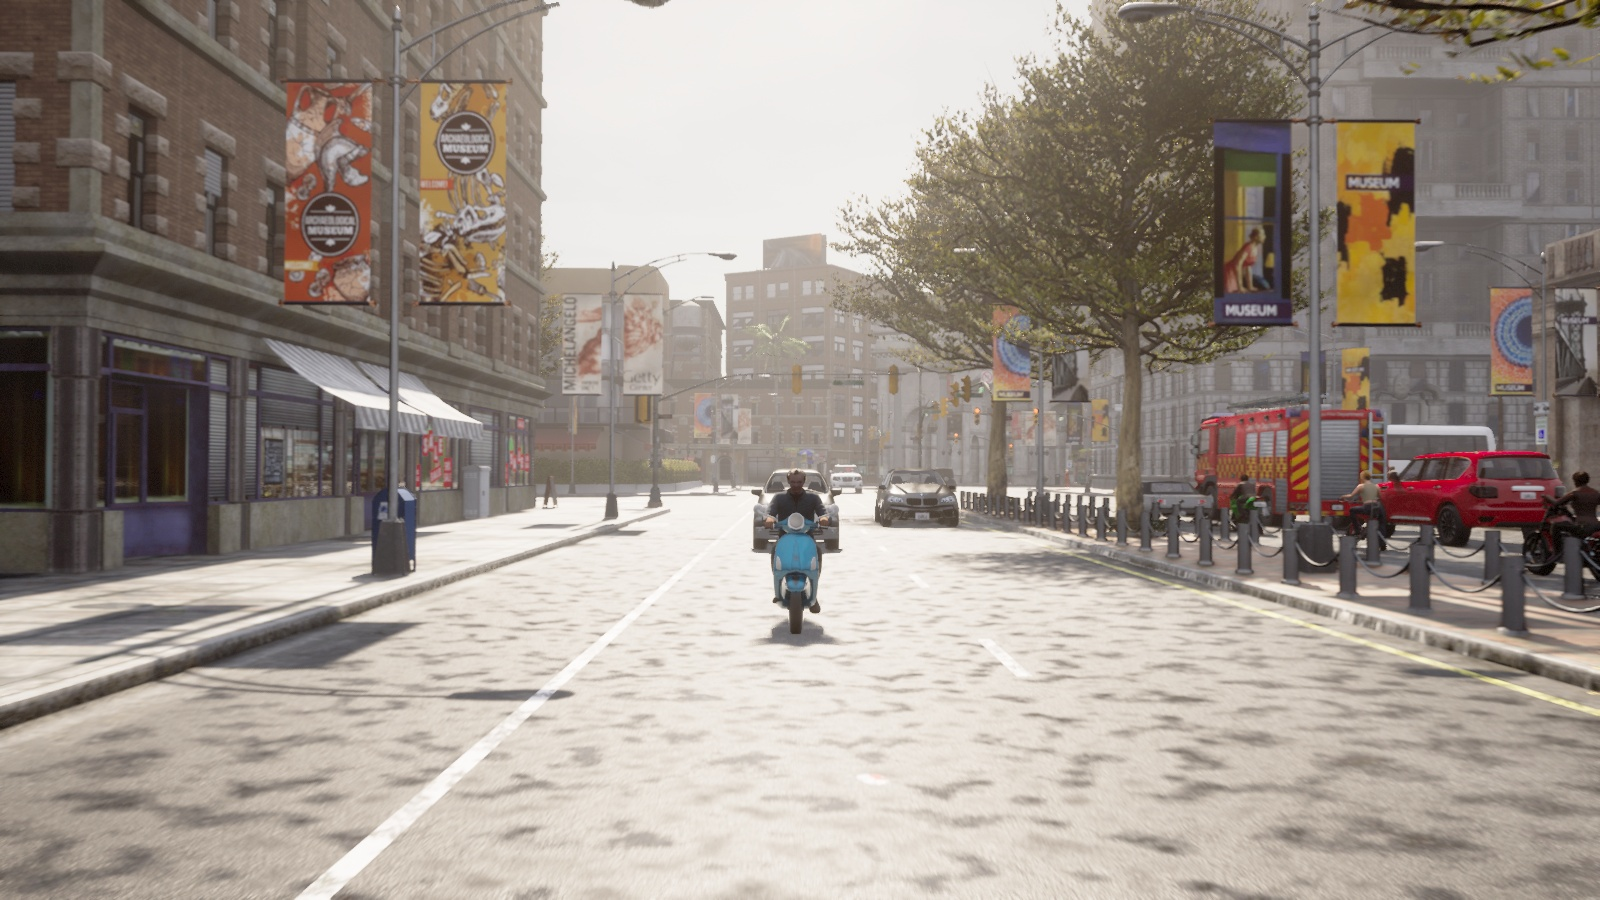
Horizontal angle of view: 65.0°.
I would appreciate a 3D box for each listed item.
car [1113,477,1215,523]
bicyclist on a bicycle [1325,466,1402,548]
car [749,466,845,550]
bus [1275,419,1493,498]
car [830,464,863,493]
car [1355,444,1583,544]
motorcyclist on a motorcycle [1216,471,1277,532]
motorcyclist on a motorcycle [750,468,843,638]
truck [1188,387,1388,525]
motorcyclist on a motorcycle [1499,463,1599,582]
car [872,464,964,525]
[{"bbox_3d":[11.332,1.531,39.470,1.895,1.301,4.718,0,-1,1],"label":"car"},{"bbox_3d":[11.442,1.133,25.536,0.866,1.612,1.509,0,-1,-1],"label":"bicyclist on a bicycle"},{"bbox_3d":[-0.065,1.151,26.167,1.851,1.617,3.988,0,-1,0],"label":"car"},{"bbox_3d":[32.308,0.478,69.841,10.273,4.253,3.944,0,-1,0],"label":"bus"},{"bbox_3d":[3.278,2.023,89.741,2.150,2.045,5.566,0,-1,0],"label":"car"},{"bbox_3d":[14.930,0.951,28.502,2.150,2.045,5.566,0,-1,0],"label":"car"},{"bbox_3d":[11.421,1.290,32.194,0.797,1.523,2.044,0,-1,0],"label":"motorcyclist on a motorcycle"},{"bbox_3d":[-0.032,0.981,12.700,0.866,1.590,1.817,0,-1,0],"label":"motorcyclist on a motorcycle"},{"bbox_3d":[14.899,0.247,39.211,2.891,3.827,8.468,0,-1,0],"label":"truck"},{"bbox_3d":[11.454,1.032,18.682,0.766,1.649,2.350,0,-1,0],"label":"motorcyclist on a motorcycle"},{"bbox_3d":[3.406,1.267,37.133,2.242,1.667,4.611,0,-1,0],"label":"car"}]
